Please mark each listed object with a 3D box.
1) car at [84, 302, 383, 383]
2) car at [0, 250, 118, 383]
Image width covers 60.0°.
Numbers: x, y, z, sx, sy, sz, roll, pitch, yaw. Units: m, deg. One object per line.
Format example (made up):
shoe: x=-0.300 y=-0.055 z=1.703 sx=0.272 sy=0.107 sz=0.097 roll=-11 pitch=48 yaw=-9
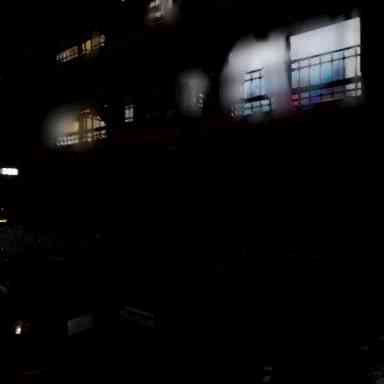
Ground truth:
car: x=1.638 y=1.550 z=1.855 sx=4.403 sy=1.369 sz=2.008 roll=0 pitch=-1 yaw=36
car: x=-2.992 y=1.581 z=5.104 sx=4.313 sy=1.339 sz=1.947 roll=0 pitch=-1 yaw=36
